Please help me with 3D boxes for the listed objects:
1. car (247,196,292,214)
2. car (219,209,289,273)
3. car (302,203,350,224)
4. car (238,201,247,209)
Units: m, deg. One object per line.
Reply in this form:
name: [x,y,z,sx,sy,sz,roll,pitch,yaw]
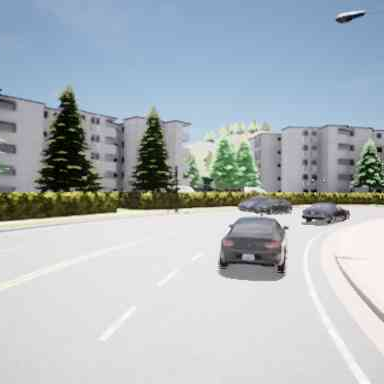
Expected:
car: [7.932,1.446,32.649,4.892,1.490,1.837,0,0,-42]
car: [2.090,1.503,10.703,1.812,1.442,4.674,0,0,16]
car: [10.059,1.528,24.838,2.033,1.411,5.357,0,0,42]
car: [7.133,1.275,36.502,4.553,1.767,2.097,0,0,-39]
